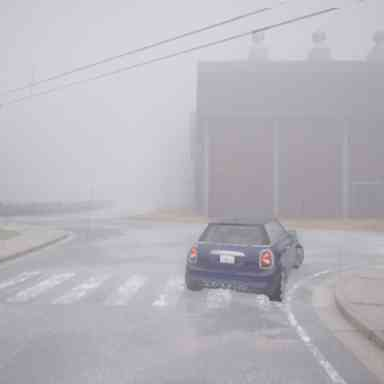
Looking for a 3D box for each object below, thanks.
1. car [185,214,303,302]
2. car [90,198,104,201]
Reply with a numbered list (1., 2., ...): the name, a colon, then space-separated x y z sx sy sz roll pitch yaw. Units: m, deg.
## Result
1. car: 1.576 1.375 8.766 2.097 1.767 4.553 0 0 24
2. car: -23.131 2.048 81.120 4.718 1.301 1.895 0 0 -23
